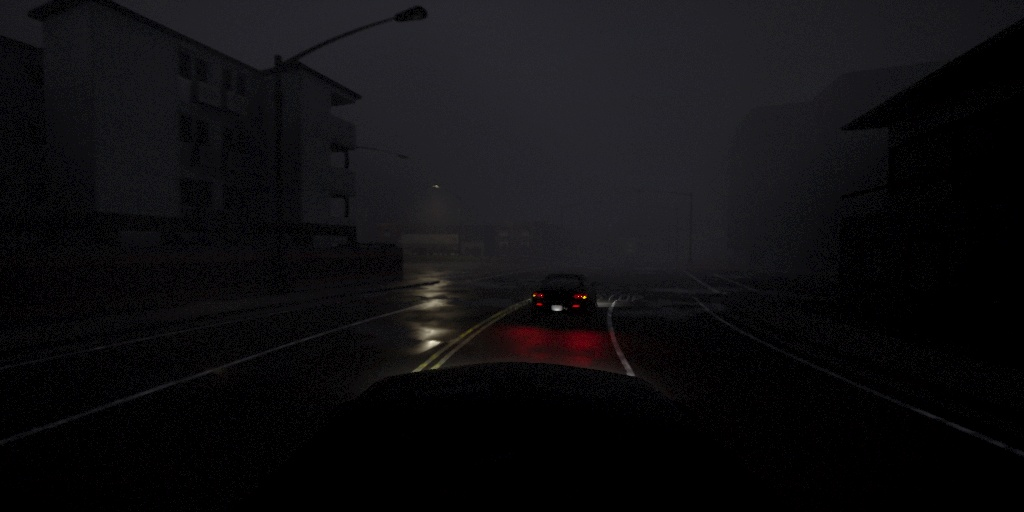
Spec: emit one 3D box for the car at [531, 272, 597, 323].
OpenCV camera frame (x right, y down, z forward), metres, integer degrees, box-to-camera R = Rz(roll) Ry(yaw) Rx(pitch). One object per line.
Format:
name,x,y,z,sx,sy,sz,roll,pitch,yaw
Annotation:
car,1.869,1.284,12.270,1.812,1.442,4.674,1,0,15
